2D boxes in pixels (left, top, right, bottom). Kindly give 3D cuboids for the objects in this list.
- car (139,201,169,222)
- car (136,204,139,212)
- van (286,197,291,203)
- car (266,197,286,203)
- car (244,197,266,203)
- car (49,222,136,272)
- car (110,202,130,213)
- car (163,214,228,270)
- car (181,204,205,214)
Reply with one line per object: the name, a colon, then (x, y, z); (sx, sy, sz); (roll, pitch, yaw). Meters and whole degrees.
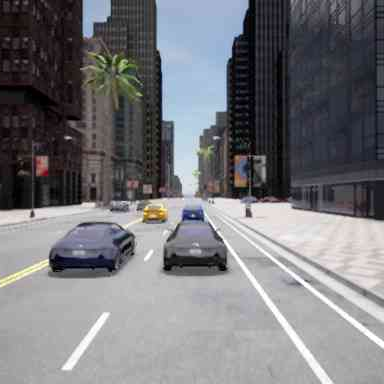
car: (-3.152, 1.800, 29.362); (1.882, 1.535, 5.008); (0, -1, 0)
car: (-6.540, 2.019, 46.406); (1.837, 1.490, 4.892); (0, -1, 1)
van: (28.415, 2.340, 90.761); (3.998, 1.788, 1.690); (0, 0, 0)
car: (22.738, 2.585, 90.757); (4.206, 1.307, 1.802); (0, 0, 0)
car: (17.060, 2.558, 90.754); (4.403, 1.369, 2.008); (0, 0, 0)
car: (-3.150, 1.688, 11.285); (1.994, 1.385, 4.181); (0, -1, 0)
car: (-9.795, 2.050, 45.536); (2.033, 1.411, 5.357); (0, -1, 1)
car: (0.098, 1.690, 11.516); (1.994, 1.385, 4.181); (0, -1, 0)
car: (0.096, 1.800, 29.385); (1.882, 1.535, 5.008); (0, -1, 0)
